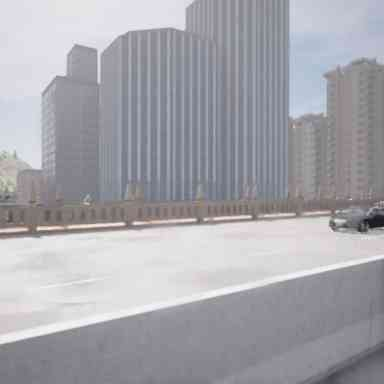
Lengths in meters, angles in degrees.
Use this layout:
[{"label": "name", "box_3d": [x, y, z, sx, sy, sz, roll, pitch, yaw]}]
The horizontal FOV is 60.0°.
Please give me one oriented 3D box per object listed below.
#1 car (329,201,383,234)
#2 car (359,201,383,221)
[{"label": "car", "box_3d": [10.072, 1.521, 19.572, 4.902, 1.511, 2.128, 0, 0, -34]}, {"label": "car", "box_3d": [16.339, 1.549, 28.016, 4.892, 1.490, 1.837, 0, 0, -34]}]
